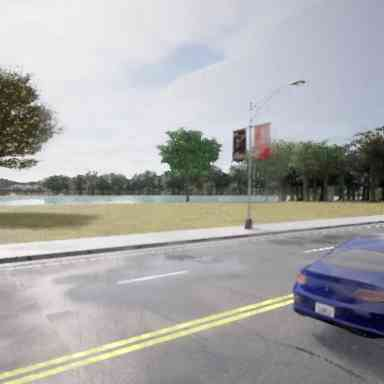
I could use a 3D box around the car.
[{"bbox_3d":[3.796,1.546,6.154,4.674,1.442,1.812,0,0,-36],"label":"car"}]
